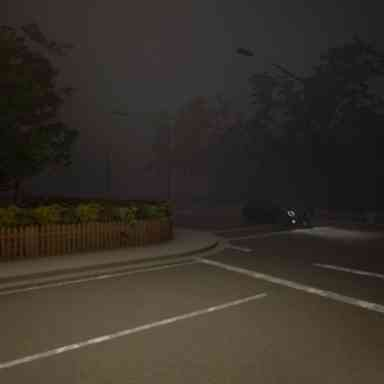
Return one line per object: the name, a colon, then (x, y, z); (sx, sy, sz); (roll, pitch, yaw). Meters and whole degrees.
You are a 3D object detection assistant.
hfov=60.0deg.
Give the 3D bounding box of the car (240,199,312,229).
car: (5.238, 1.243, 21.095); (2.097, 1.767, 4.553); (0, 0, -36)
